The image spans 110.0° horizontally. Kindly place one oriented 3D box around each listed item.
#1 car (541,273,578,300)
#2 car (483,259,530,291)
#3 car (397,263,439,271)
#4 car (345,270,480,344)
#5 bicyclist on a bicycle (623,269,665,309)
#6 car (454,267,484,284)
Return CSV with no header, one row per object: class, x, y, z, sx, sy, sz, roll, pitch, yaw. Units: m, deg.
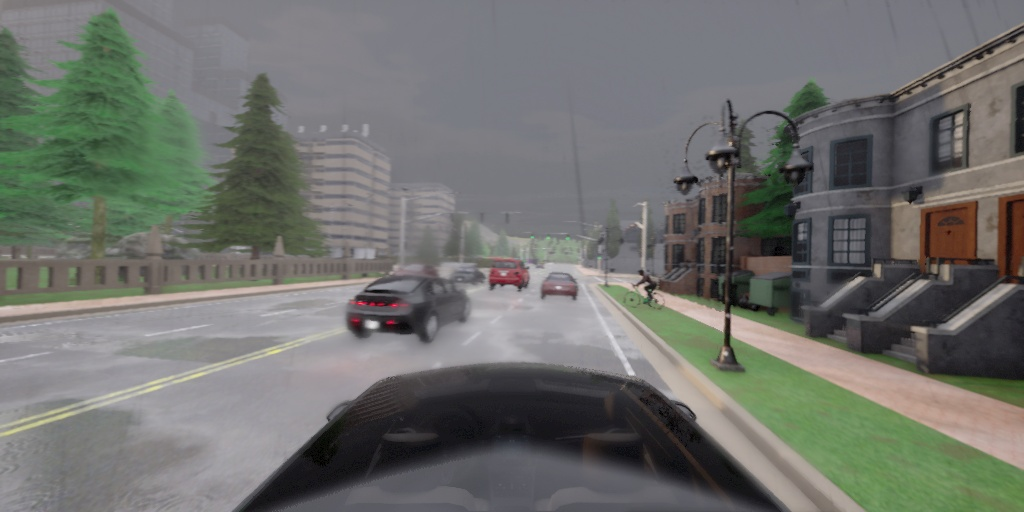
car,2.750,1.634,20.481,1.994,1.385,4.181,2,-1,9
car,-0.096,1.249,24.740,2.150,2.045,5.566,2,0,9
car,-7.036,1.290,26.604,1.882,1.535,5.008,2,-1,10
car,-2.502,1.264,9.828,1.837,1.490,4.892,2,-2,9
bicyclist on a bicycle,5.518,1.397,14.950,1.656,1.620,0.582,3,-1,9
car,-3.369,1.510,27.306,1.994,1.385,4.181,2,-1,10
